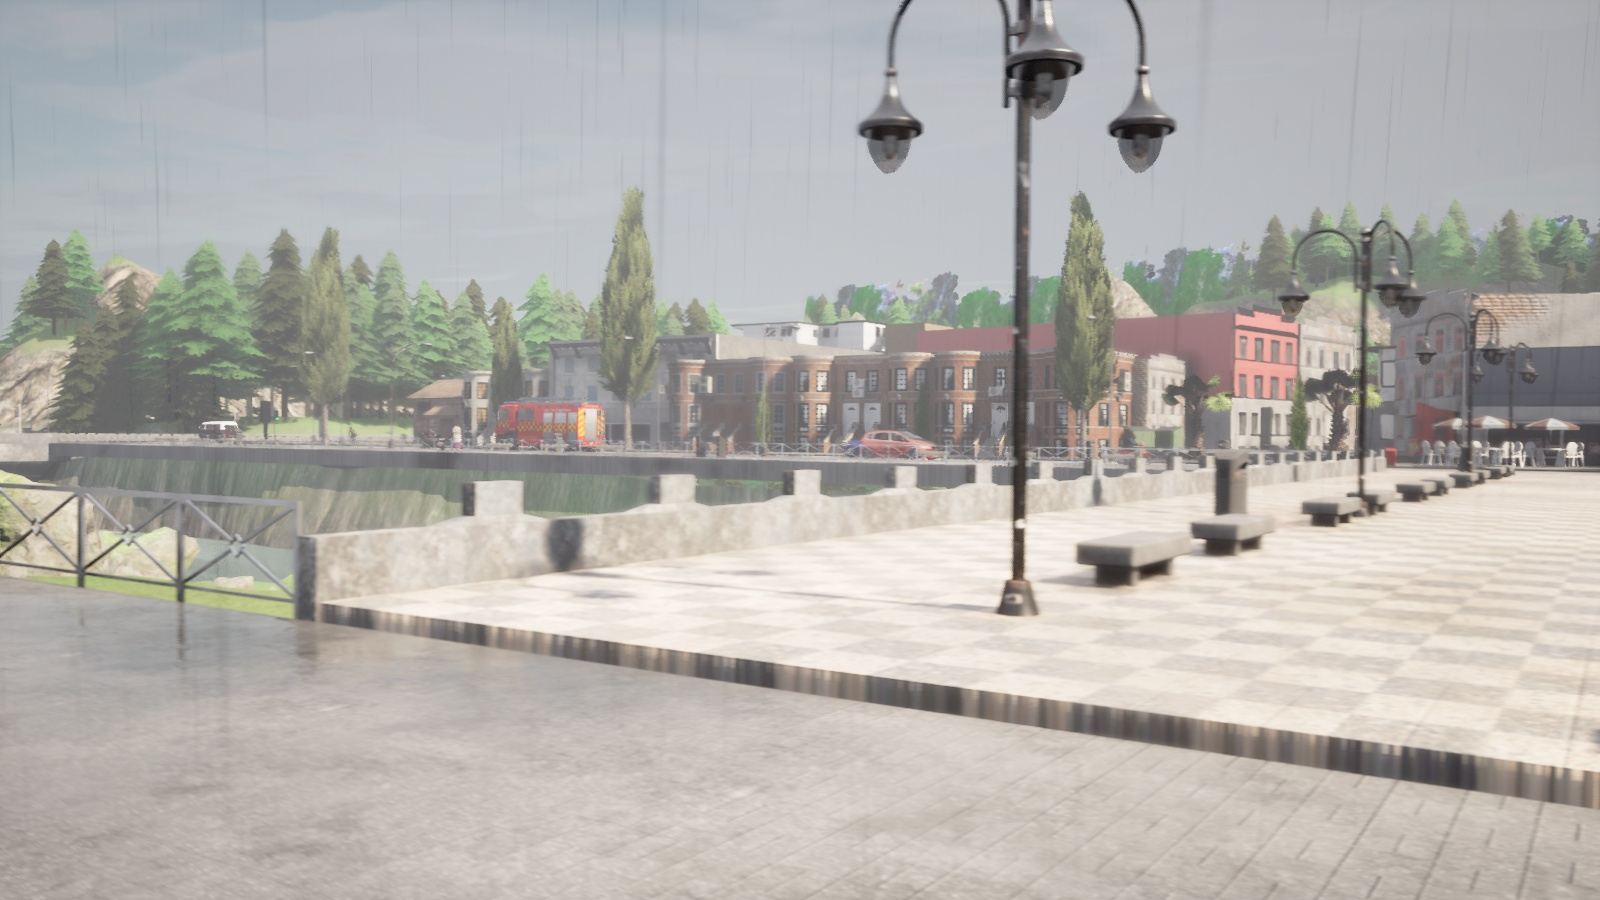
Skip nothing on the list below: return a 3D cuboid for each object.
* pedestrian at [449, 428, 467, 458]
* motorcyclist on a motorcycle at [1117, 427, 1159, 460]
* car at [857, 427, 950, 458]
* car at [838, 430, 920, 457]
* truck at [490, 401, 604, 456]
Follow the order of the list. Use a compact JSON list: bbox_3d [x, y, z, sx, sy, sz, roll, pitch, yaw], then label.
[{"bbox_3d":[-21.822,-0.455,80.140,0.873,1.952,0.659,0,1,38],"label":"pedestrian"},{"bbox_3d":[16.759,-0.318,62.324,1.817,1.590,0.866,0,1,34],"label":"motorcyclist on a motorcycle"},{"bbox_3d":[5.725,-0.427,69.648,4.611,1.667,2.242,0,1,34],"label":"car"},{"bbox_3d":[4.714,-0.390,75.121,4.514,1.525,2.007,0,1,34],"label":"car"},{"bbox_3d":[-18.262,-1.501,90.354,8.468,3.827,2.891,0,1,34],"label":"truck"}]
